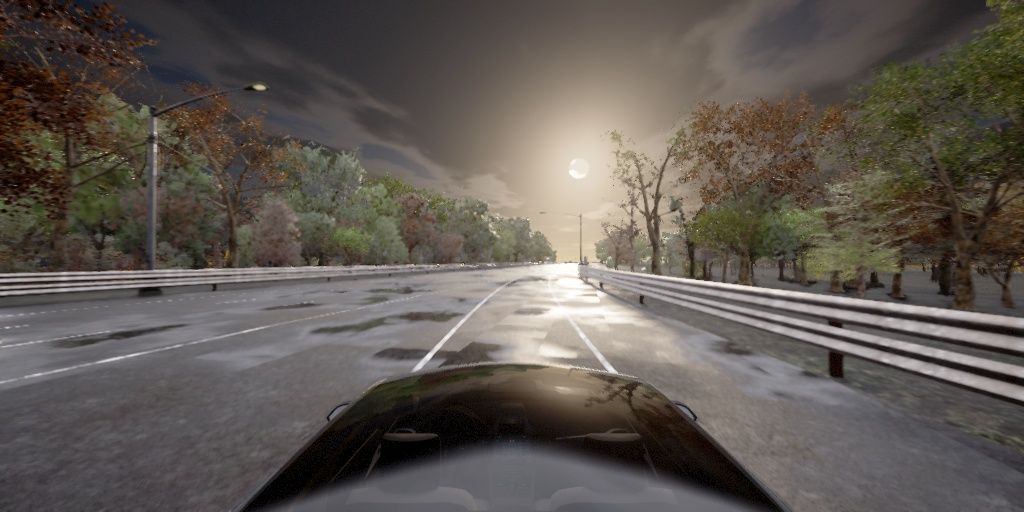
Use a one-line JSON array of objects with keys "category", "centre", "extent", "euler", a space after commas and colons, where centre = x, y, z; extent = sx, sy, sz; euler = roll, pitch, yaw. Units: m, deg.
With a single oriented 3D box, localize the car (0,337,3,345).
[{"category": "car", "centre": [-10.201, 1.312, 4.215], "extent": [1.895, 1.301, 4.718], "euler": [0, -1, 12]}]
